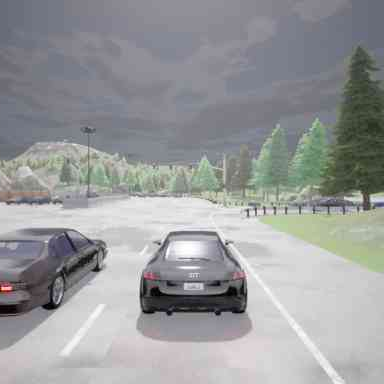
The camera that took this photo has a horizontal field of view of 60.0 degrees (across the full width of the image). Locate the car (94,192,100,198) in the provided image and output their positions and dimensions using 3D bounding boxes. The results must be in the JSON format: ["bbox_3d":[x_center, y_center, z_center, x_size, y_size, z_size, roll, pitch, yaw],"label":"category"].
[{"bbox_3d":[-25.439,0.925,83.733,2.150,2.045,5.566,0,0,-3],"label":"car"}]

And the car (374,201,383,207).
[{"bbox_3d":[24.454,1.374,39.608,5.008,1.535,1.882,0,0,12],"label":"car"}]

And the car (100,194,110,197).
[{"bbox_3d":[-22.057,1.246,85.226,1.994,1.385,4.181,0,0,-3],"label":"car"}]

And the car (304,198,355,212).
[{"bbox_3d":[15.635,1.398,37.498,4.902,1.511,2.128,0,0,7],"label":"car"}]

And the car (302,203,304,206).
[{"bbox_3d":[15.707,1.454,41.018,4.181,1.385,1.994,0,0,7],"label":"car"}]

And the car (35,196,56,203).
[{"bbox_3d":[-28.664,1.377,65.236,1.895,1.301,4.718,0,0,-1],"label":"car"}]

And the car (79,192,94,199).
[{"bbox_3d":[-21.673,1.132,66.074,2.097,1.767,4.553,0,0,-1],"label":"car"}]

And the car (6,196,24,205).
[{"bbox_3d":[-28.616,1.374,55.205,2.033,1.411,5.357,0,0,0],"label":"car"}]

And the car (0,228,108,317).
[{"bbox_3d":[-3.474,1.547,7.754,2.033,1.411,5.357,0,0,0],"label":"car"}]

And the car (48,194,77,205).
[{"bbox_3d":[-21.640,1.371,55.939,2.033,1.411,5.357,0,0,0],"label":"car"}]

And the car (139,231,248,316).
[{"bbox_3d":[0.026,1.563,7.606,1.994,1.385,4.181,0,0,0],"label":"car"}]

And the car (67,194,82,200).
[{"bbox_3d":[-28.886,1.208,81.904,1.837,1.490,4.892,0,0,-1],"label":"car"}]

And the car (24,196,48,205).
[{"bbox_3d":[-25.132,1.374,55.231,2.033,1.411,5.357,0,0,-1],"label":"car"}]

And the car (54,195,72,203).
[{"bbox_3d":[-25.163,1.306,65.213,1.812,1.442,4.674,0,0,-1],"label":"car"}]
